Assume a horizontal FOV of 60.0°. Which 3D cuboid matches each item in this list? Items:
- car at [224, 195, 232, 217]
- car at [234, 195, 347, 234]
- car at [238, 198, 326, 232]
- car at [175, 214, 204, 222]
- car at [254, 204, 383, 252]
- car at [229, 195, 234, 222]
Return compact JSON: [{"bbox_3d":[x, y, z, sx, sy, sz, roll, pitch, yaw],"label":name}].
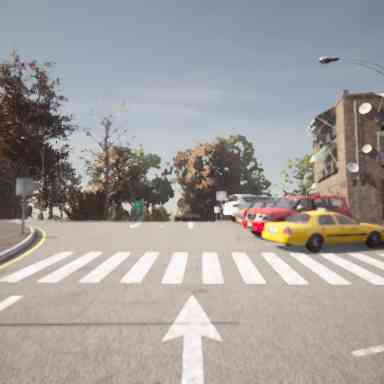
[{"bbox_3d":[5.154,1.303,25.459,5.566,2.045,2.435,2,-5,-20],"label":"car"},{"bbox_3d":[5.270,1.178,16.431,5.566,2.045,2.435,1,0,-21],"label":"car"},{"bbox_3d":[5.232,1.293,19.482,4.553,1.767,2.185,1,-1,-21],"label":"car"},{"bbox_3d":[-0.285,3.323,41.039,1.895,1.301,4.718,-3,-7,27],"label":"car"},{"bbox_3d":[5.485,1.439,13.483,5.366,1.575,1.946,1,0,-20],"label":"car"},{"bbox_3d":[5.246,1.321,22.507,4.553,1.767,2.185,2,-3,-21],"label":"car"}]
